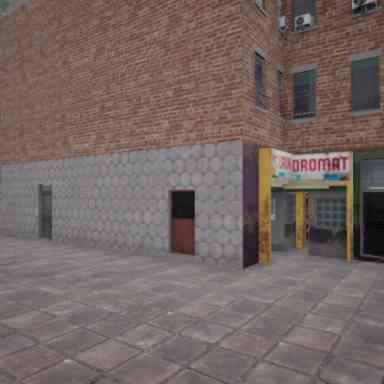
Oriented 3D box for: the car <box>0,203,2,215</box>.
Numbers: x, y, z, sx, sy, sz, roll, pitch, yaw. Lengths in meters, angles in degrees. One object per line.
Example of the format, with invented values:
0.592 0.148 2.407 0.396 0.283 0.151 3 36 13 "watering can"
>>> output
-16.898 1.328 32.539 2.097 1.767 4.553 0 0 36 "car"
